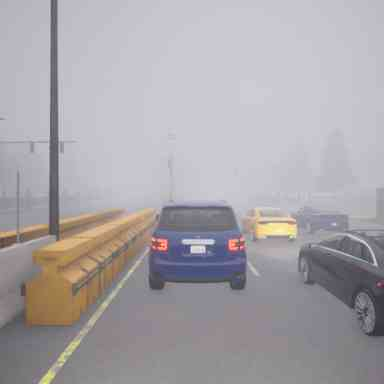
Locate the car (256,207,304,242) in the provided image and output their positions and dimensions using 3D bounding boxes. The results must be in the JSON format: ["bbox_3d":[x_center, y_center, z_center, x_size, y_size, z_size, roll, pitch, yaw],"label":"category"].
[{"bbox_3d":[3.646,1.477,16.454,1.882,1.535,5.008,0,0,0],"label":"car"}]

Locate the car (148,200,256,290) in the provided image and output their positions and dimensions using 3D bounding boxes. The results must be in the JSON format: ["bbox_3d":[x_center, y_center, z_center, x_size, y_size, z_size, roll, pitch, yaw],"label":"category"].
[{"bbox_3d":[0.127,1.221,9.221,2.150,2.045,5.566,0,0,0],"label":"car"}]

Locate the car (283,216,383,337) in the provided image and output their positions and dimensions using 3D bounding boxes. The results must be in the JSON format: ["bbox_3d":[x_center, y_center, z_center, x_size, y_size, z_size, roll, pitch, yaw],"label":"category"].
[{"bbox_3d":[3.615,1.491,6.612,2.128,1.511,4.902,0,0,0],"label":"car"}]

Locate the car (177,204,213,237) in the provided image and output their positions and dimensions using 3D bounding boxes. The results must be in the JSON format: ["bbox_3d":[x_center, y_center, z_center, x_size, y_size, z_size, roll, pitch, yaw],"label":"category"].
[{"bbox_3d":[0.154,1.504,19.070,1.837,1.490,4.892,0,0,0],"label":"car"}]

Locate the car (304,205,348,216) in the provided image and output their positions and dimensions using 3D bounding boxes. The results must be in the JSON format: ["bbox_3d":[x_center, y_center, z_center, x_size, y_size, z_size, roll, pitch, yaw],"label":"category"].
[{"bbox_3d":[7.154,1.477,19.161,1.882,1.535,5.008,0,0,0],"label":"car"}]
